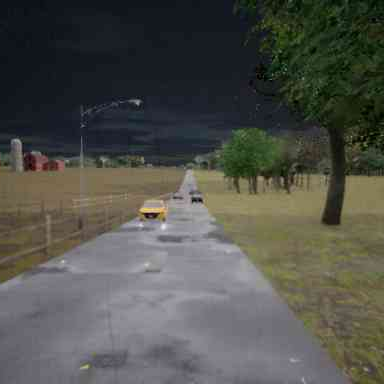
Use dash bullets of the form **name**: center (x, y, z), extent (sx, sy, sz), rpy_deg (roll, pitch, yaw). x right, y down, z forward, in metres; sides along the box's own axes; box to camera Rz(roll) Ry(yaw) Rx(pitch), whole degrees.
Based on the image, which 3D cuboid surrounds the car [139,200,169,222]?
- **car**: center (-2.850, 1.387, 25.613), extent (1.882, 1.535, 5.008), rpy_deg (0, 0, 0)

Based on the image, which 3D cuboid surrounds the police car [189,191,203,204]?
- **police car**: center (0.817, 1.063, 54.871), extent (1.930, 1.638, 5.238), rpy_deg (0, 1, 0)

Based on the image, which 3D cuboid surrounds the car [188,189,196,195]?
- **car**: center (-0.013, 0.034, 90.092), extent (1.895, 1.301, 4.718), rpy_deg (0, 2, 0)

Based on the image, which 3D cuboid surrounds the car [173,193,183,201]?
- **car**: center (-2.773, 0.866, 66.179), extent (1.882, 1.535, 5.008), rpy_deg (0, 1, 0)

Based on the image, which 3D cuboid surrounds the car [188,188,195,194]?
- **car**: center (0.814, 0.493, 70.777), extent (2.150, 2.045, 5.566), rpy_deg (0, 2, 0)
